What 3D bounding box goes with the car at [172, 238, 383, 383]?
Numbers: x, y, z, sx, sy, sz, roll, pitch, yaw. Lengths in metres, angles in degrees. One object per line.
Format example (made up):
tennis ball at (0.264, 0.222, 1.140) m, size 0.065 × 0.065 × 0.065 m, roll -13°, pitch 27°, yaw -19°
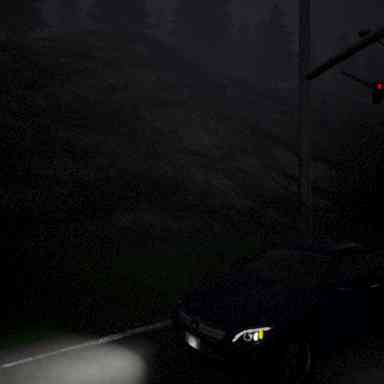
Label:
car at (1.908, 1.525, 5.343) m, size 4.674 × 1.442 × 1.812 m, roll 0°, pitch 0°, yaw -35°
